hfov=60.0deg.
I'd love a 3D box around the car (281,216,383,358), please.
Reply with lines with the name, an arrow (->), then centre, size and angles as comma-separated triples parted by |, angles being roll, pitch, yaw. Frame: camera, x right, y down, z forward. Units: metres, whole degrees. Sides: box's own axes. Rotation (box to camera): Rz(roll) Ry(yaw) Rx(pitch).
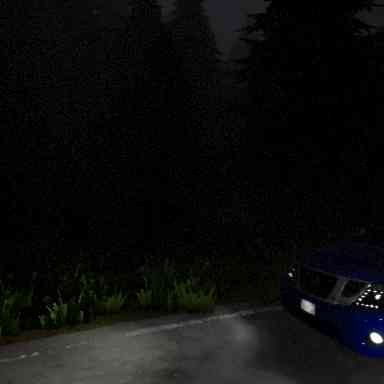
car -> 4.245, 1.221, 5.354 | 5.566, 2.045, 2.150 | 0, 0, -16
